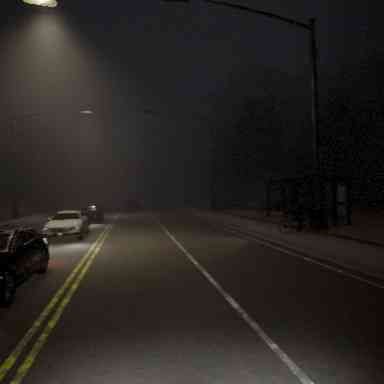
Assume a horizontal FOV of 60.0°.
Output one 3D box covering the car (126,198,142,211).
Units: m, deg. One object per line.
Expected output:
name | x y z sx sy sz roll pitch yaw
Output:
car | -8.185 1.687 46.868 2.097 1.767 4.553 -2 -1 -10

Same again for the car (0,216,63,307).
car | -4.917 1.646 8.203 2.128 1.511 4.902 -2 0 -10

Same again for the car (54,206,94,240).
car | -6.703 1.739 18.120 1.812 1.442 4.674 -2 0 -11

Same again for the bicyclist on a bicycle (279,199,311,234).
bicyclist on a bicycle | 4.873 1.169 15.711 1.656 1.620 0.582 -2 0 -10

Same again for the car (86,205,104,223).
car | -8.527 1.821 28.228 2.033 1.411 5.357 -2 0 -10
